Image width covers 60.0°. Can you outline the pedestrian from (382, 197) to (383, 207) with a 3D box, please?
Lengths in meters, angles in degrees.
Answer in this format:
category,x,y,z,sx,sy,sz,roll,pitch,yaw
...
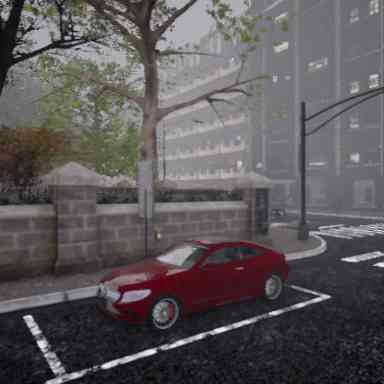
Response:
category,x,y,z,sx,sy,sz,roll,pitch,yaw
pedestrian,15.222,0.976,26.052,0.375,1.860,0.375,1,-1,-36

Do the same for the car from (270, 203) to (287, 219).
category,x,y,z,sx,sy,sz,roll,pitch,yaw
car,4.946,1.268,25.305,1.837,1.490,4.892,0,2,-36

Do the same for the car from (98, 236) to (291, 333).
category,x,y,z,sx,sy,sz,roll,pitch,yaw
car,0.249,1.593,6.742,4.206,1.307,1.802,0,0,-36
